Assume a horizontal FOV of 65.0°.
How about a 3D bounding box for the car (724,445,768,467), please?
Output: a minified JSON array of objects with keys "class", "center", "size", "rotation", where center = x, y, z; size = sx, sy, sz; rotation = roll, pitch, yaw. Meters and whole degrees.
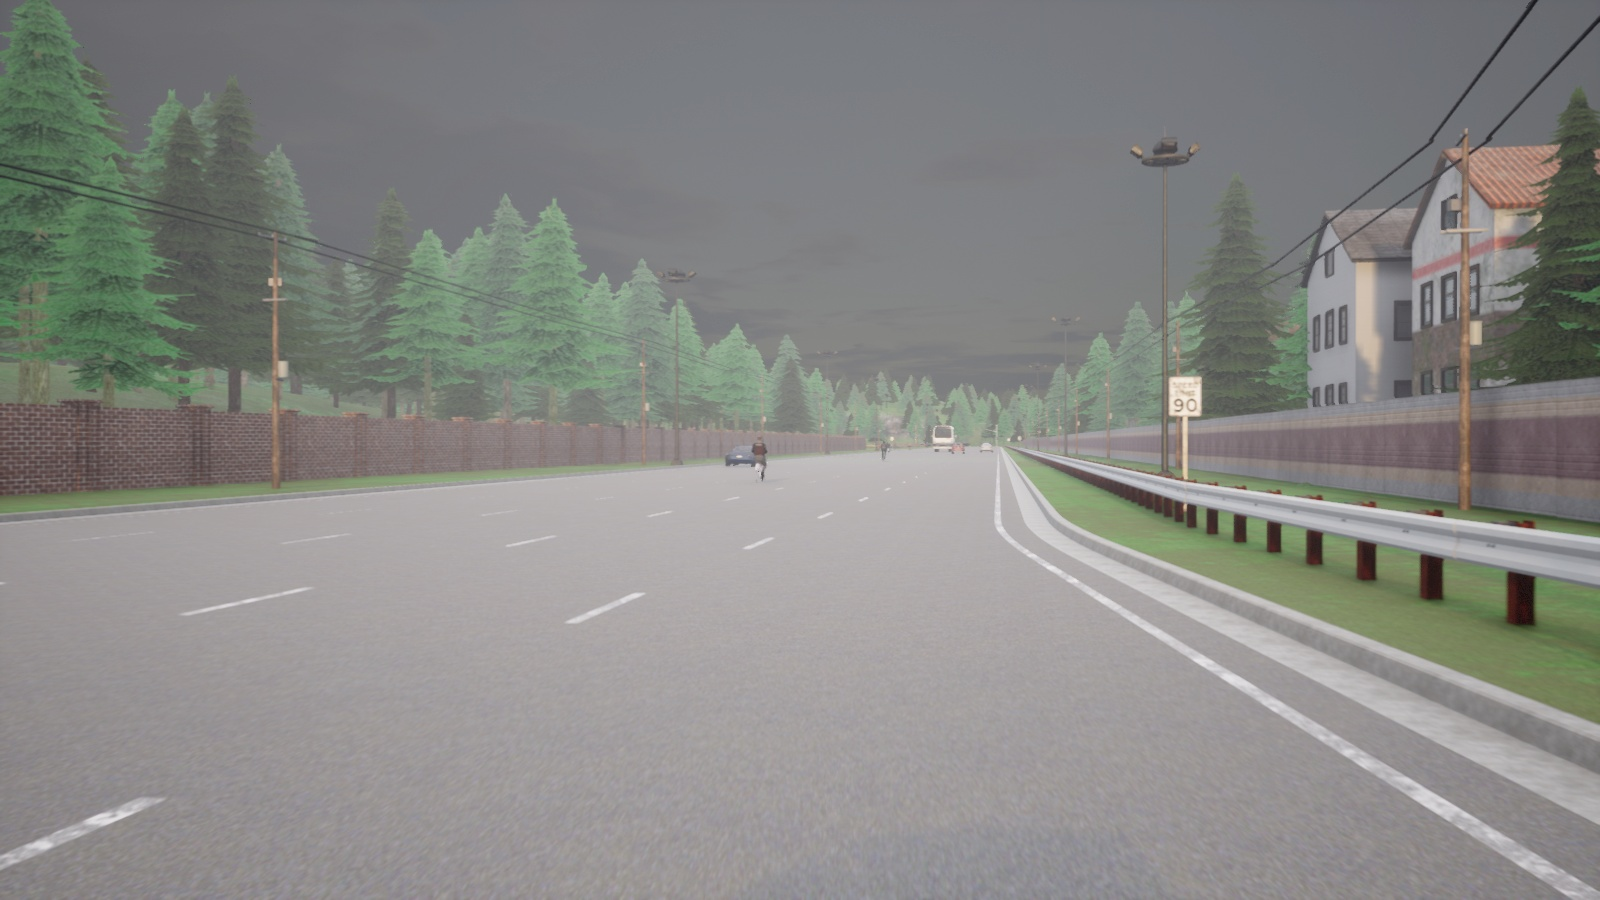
[{"class":"car","center":[-3.402,0.355,79.581],"size":[1.994,1.385,4.181],"rotation":[0,0,9]}]
